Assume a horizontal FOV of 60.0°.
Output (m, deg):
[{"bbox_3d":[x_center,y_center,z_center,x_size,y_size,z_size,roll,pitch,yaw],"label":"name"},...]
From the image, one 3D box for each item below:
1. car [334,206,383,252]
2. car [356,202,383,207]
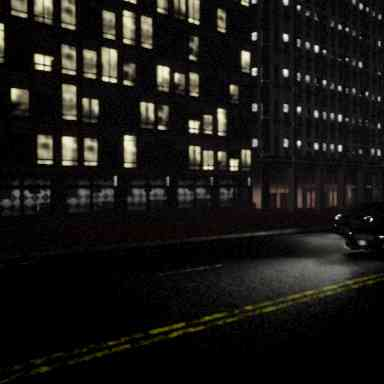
[{"bbox_3d":[7.860,1.473,12.678,4.902,1.511,2.128,0,0,-33],"label":"car"},{"bbox_3d":[9.635,1.317,17.720,4.553,1.767,2.097,0,0,-33],"label":"car"}]
